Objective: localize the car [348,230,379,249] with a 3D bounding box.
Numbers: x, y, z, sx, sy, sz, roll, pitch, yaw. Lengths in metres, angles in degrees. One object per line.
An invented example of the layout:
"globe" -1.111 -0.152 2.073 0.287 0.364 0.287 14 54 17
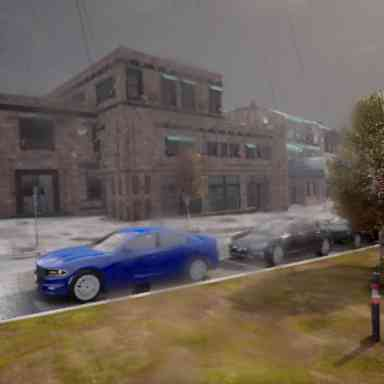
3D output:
"car" 7.995 1.771 16.424 5.008 1.535 2.097 1 0 -39

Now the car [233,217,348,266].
"car" 3.561 1.736 12.827 4.892 1.521 2.231 1 0 -37

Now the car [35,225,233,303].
"car" -1.528 1.712 9.066 5.008 1.535 2.097 1 0 -35
